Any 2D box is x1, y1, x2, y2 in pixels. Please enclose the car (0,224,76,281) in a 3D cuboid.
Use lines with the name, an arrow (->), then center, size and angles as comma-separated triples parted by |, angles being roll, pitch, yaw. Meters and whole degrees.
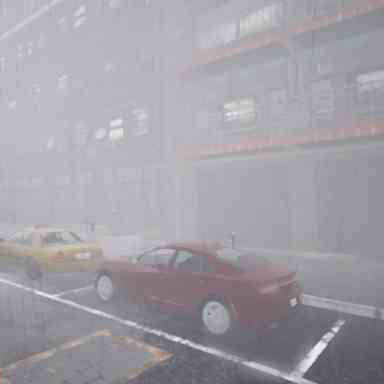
car -> -4.708, 1.652, 10.136 | 4.829, 1.417, 1.752 | 0, -2, 37

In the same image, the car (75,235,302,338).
car -> -0.147, 1.648, 6.713 | 4.507, 1.381, 1.887 | 0, -2, 37
